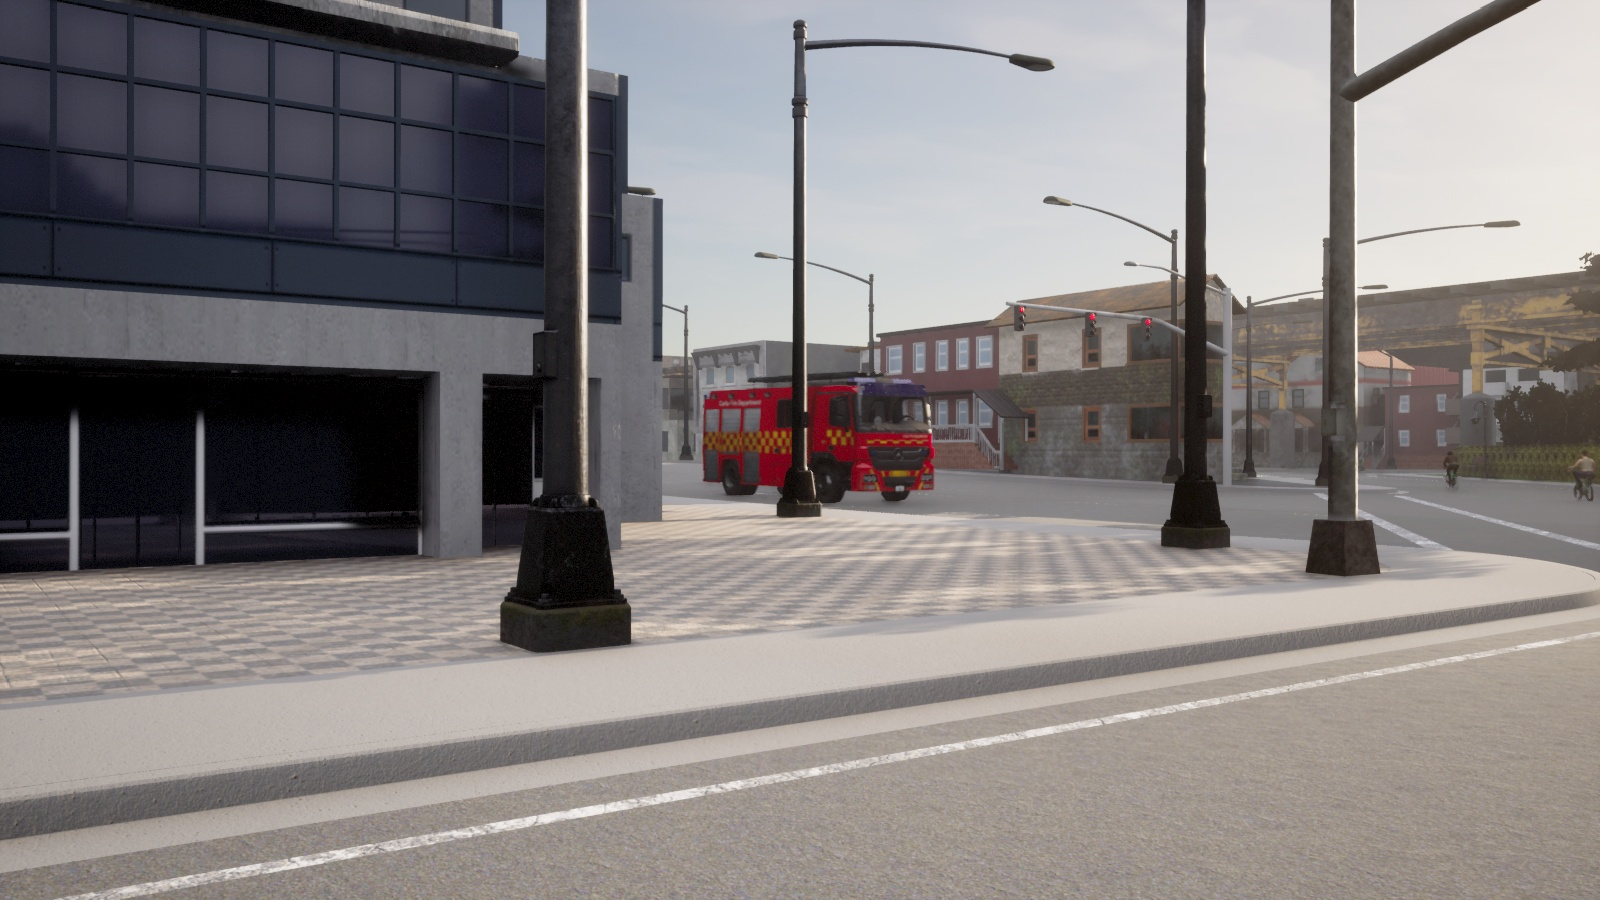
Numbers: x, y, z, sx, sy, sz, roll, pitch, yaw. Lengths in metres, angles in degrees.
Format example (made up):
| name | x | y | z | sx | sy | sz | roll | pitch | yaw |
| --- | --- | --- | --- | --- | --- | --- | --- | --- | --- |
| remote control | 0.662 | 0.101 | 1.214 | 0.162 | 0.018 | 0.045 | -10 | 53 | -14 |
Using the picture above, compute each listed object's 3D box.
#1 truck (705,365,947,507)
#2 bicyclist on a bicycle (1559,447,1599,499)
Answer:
| name | x | y | z | sx | sy | sz | roll | pitch | yaw |
| --- | --- | --- | --- | --- | --- | --- | --- | --- | --- |
| truck | 0.532 | -0.426 | 38.133 | 2.891 | 3.827 | 8.468 | 0 | 1 | -35 |
| bicyclist on a bicycle | 24.692 | 0.710 | 39.607 | 0.866 | 1.612 | 1.509 | 0 | 0 | 13 |
